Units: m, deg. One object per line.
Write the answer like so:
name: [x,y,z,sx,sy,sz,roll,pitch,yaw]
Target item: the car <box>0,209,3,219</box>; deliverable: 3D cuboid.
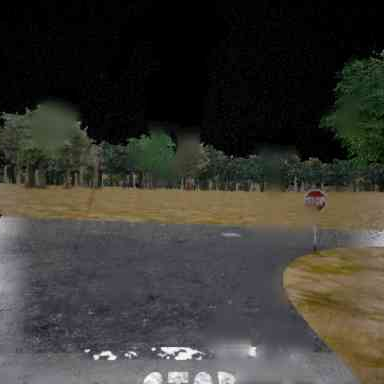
car: [-12.955,1.040,17.984,4.718,1.301,1.895,3,-2,-3]
